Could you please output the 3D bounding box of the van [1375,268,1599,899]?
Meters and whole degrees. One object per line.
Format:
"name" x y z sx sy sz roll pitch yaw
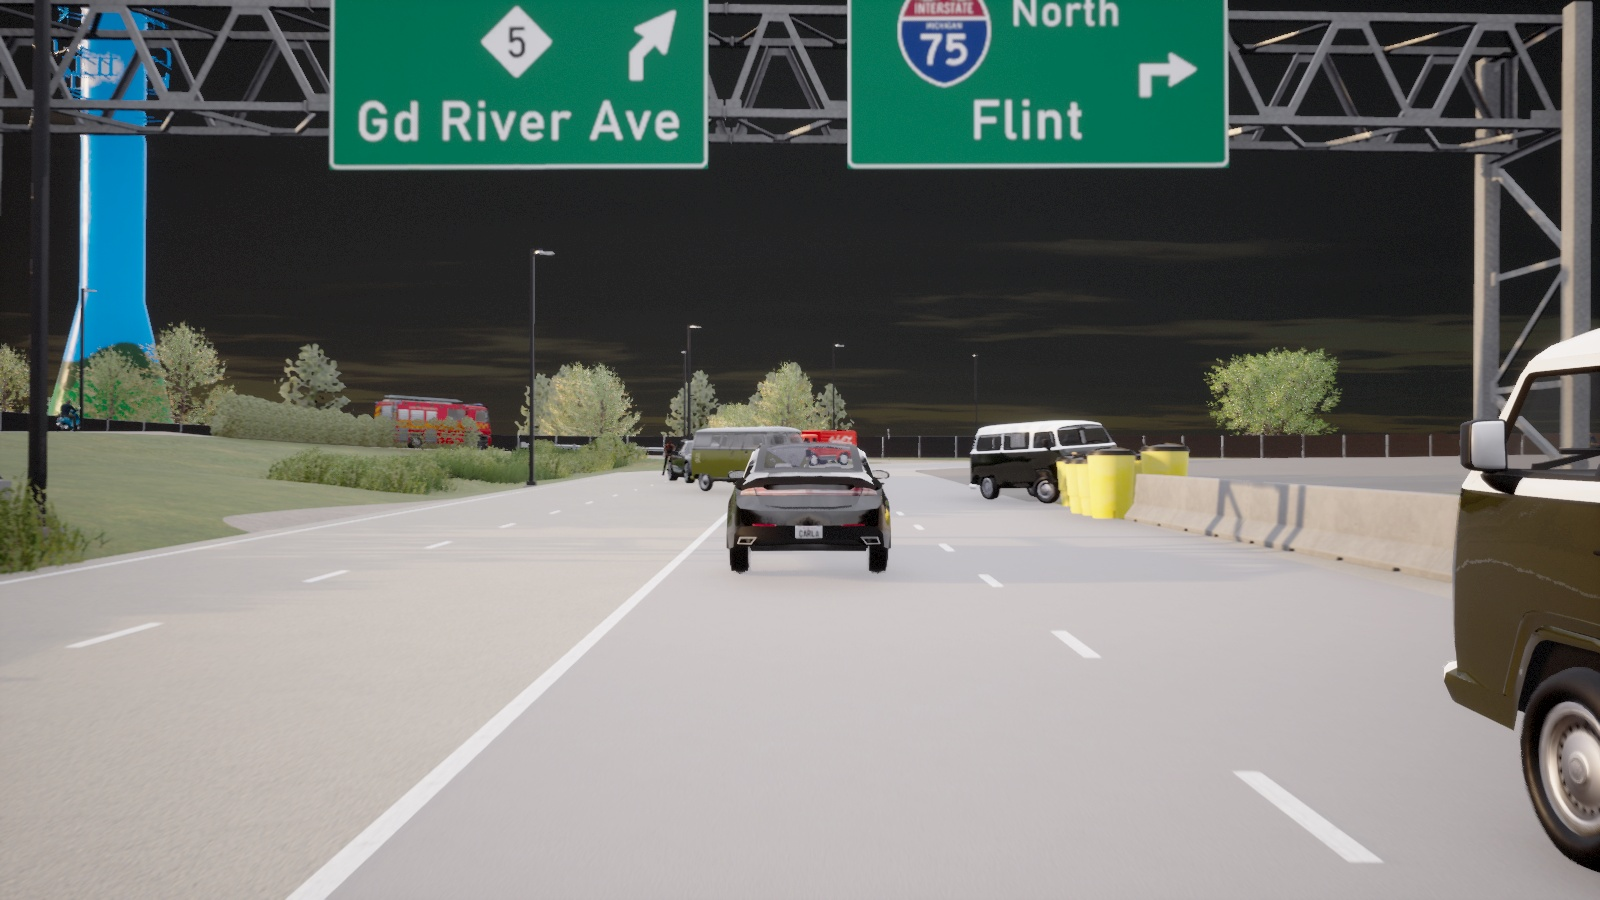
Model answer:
"van" 3.534 0.456 3.230 2.069 2.038 4.480 0 0 0

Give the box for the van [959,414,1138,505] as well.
"van" 6.223 0.288 32.003 2.069 2.038 4.480 -4 0 -26

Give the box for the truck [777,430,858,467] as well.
"truck" 1.265 -0.137 87.000 5.204 2.467 2.627 -1 1 -42

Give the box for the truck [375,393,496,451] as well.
"truck" -26.954 -1.983 93.392 2.891 3.827 8.468 0 -2 38

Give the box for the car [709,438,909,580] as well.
"car" 0.107 0.614 15.854 2.128 1.511 4.902 0 0 0

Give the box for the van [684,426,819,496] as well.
"van" -1.533 0.284 37.998 1.775 1.987 4.442 0 0 -38

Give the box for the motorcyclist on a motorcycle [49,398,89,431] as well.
"motorcyclist on a motorcycle" -36.161 -1.754 62.162 0.866 1.590 1.817 0 1 3

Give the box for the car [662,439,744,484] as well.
"car" -3.773 0.397 47.846 2.033 1.649 4.856 0 0 -18
